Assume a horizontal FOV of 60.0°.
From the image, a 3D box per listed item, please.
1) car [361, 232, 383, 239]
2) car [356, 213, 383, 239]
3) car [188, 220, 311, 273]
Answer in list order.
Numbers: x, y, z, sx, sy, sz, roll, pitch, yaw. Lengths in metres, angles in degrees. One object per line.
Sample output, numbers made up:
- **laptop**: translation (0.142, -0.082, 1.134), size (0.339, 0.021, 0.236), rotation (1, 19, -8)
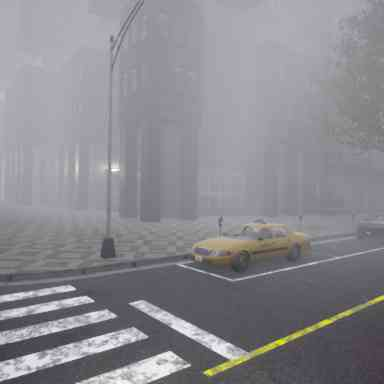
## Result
- **car**: translation (5.595, 1.603, 6.553), size (4.902, 1.511, 2.128), rotation (1, -1, -39)
- **car**: translation (10.471, 1.807, 17.833), size (4.507, 1.381, 1.887), rotation (1, 0, -39)
- **car**: translation (2.075, 1.632, 11.121), size (4.829, 1.417, 1.752), rotation (1, 0, -39)
